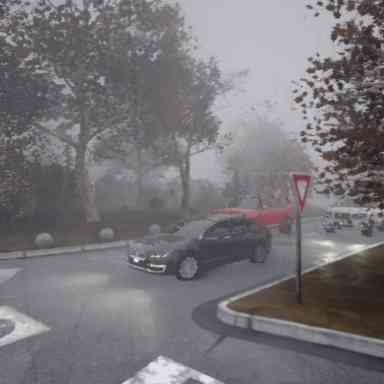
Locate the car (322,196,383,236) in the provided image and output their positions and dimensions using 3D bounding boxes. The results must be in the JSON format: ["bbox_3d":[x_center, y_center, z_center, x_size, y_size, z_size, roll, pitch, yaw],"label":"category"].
[{"bbox_3d":[9.229,1.215,18.618,2.150,2.045,5.566,0,0,41],"label":"car"}]

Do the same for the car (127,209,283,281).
[{"bbox_3d":[0.427,1.447,9.838,4.892,1.490,1.837,0,0,-42],"label":"car"}]

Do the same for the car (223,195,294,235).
[{"bbox_3d":[3.094,1.161,16.771,2.150,2.045,5.566,0,0,44],"label":"car"}]

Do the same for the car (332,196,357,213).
[{"bbox_3d":[17.978,1.403,39.384,2.097,1.767,4.553,0,0,16],"label":"car"}]
